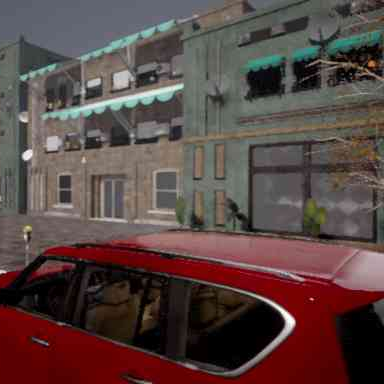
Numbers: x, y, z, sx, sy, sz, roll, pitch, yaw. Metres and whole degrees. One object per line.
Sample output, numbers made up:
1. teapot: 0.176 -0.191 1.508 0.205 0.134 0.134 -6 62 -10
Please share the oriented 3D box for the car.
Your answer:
1. car: -0.530 1.313 3.245 5.009 1.841 2.192 0 1 36
